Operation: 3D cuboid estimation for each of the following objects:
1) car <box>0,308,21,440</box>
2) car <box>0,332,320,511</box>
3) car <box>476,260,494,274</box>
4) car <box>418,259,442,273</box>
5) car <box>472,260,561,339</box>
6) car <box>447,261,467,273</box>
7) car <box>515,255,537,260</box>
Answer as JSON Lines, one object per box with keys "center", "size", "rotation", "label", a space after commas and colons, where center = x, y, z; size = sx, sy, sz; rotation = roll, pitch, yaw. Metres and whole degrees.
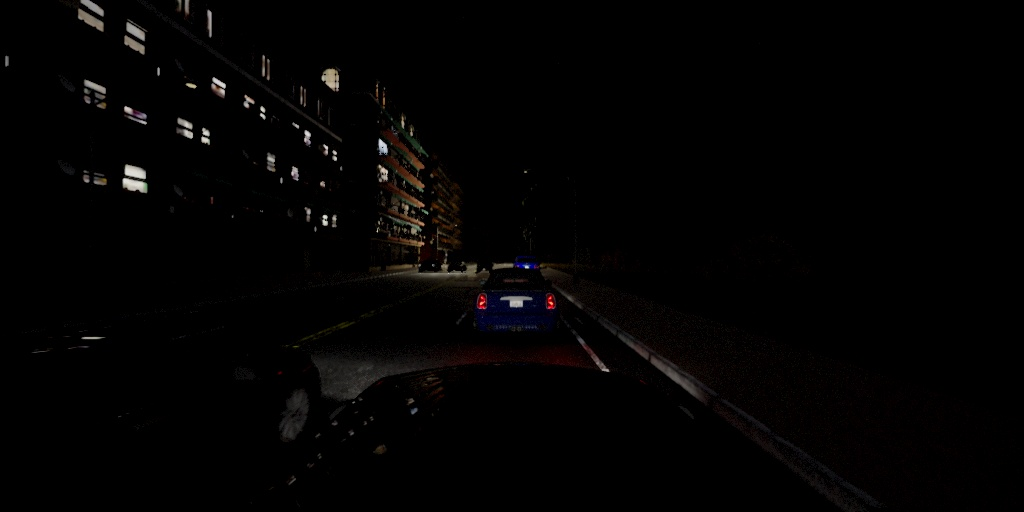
{"center": [-6.601, 1.297, 1.399], "size": [2.033, 1.411, 5.357], "rotation": [0, 0, 0], "label": "car"}
{"center": [-3.150, 1.255, 2.235], "size": [1.837, 1.490, 4.892], "rotation": [0, 0, 0], "label": "car"}
{"center": [-3.135, 1.243, 42.628], "size": [1.837, 1.490, 4.892], "rotation": [0, -1, 0], "label": "car"}
{"center": [-9.834, 1.093, 43.306], "size": [2.097, 1.767, 4.553], "rotation": [0, 0, 0], "label": "car"}
{"center": [0.103, 1.101, 10.263], "size": [2.097, 1.767, 4.553], "rotation": [0, 0, 0], "label": "car"}
{"center": [-6.586, 1.288, 43.367], "size": [2.033, 1.411, 5.357], "rotation": [0, 0, 0], "label": "car"}
{"center": [1.149, 0.970, 30.216], "size": [2.150, 2.045, 5.566], "rotation": [0, 0, 0], "label": "car"}
